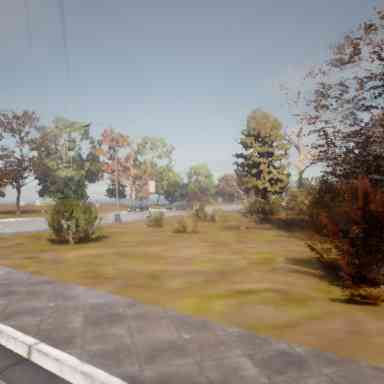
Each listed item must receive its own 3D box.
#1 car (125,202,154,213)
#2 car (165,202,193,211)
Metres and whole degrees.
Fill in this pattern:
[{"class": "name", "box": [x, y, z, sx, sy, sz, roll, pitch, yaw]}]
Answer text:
[{"class": "car", "box": [-7.528, 2.224, 48.186, 1.837, 1.490, 4.892, -2, -2, 32]}, {"class": "car", "box": [-1.870, 2.180, 50.574, 2.033, 1.411, 5.357, -2, -2, 32]}]
